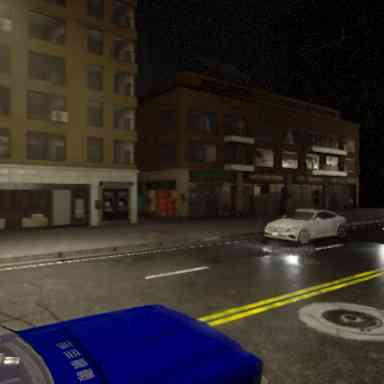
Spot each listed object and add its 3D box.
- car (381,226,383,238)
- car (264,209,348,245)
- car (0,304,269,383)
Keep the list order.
[{"bbox_3d":[10.914,1.538,15.406,5.357,1.411,2.033,0,0,-35],"label":"car"},{"bbox_3d":[5.440,1.518,15.524,4.674,1.442,1.812,0,0,-35],"label":"car"},{"bbox_3d":[-1.647,1.601,2.265,4.718,1.301,1.895,0,0,-36],"label":"car"}]
